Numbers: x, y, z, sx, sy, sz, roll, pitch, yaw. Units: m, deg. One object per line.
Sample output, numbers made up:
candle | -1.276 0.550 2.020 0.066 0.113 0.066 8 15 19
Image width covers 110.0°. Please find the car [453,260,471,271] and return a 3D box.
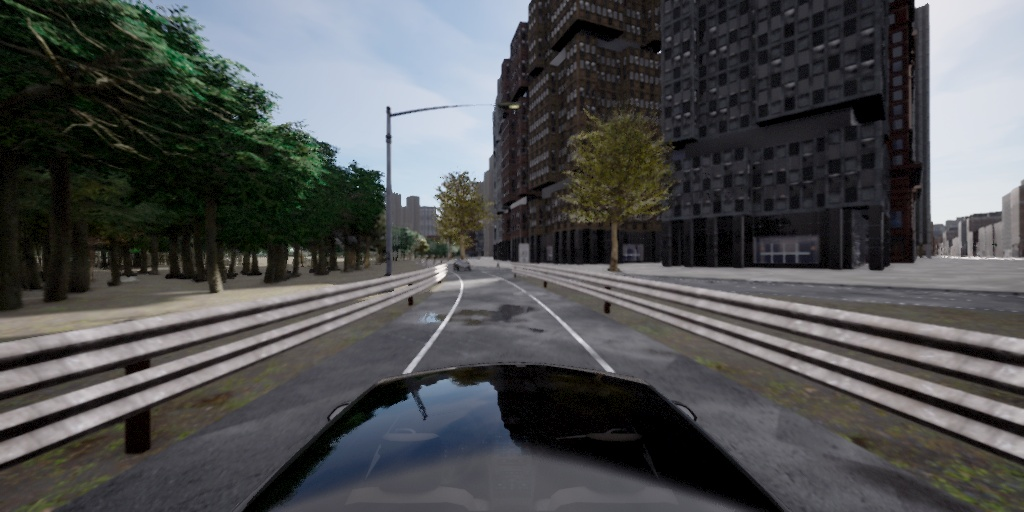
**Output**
car | -6.751 1.216 48.241 2.128 1.511 4.902 0 0 -17
